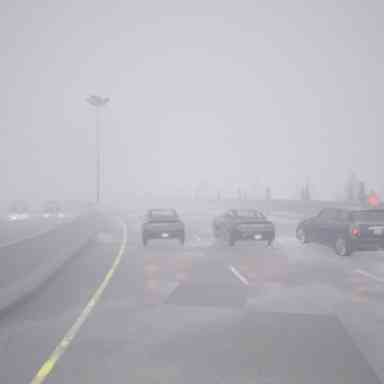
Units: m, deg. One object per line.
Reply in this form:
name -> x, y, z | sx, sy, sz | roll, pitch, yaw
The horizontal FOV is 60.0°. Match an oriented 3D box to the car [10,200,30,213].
car -> -20.282, 1.652, 39.291 | 2.128, 1.511, 4.902 | 0, 0, -27

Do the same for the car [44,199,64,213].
car -> -16.061, 1.646, 38.610 | 1.837, 1.490, 4.892 | 0, 0, -26

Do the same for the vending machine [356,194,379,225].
vending machine -> 12.304, 1.195, 23.297 | 1.100, 2.100, 0.880 | 0, 0, -12

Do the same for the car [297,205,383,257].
car -> 5.961, 1.356, 13.226 | 2.097, 1.767, 4.553 | 0, 0, -7

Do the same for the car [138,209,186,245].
car -> -1.474, 1.530, 15.784 | 2.128, 1.511, 4.902 | 0, 0, -9

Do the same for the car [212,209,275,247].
car -> 2.171, 1.514, 15.140 | 2.128, 1.511, 4.902 | 0, 0, -8
